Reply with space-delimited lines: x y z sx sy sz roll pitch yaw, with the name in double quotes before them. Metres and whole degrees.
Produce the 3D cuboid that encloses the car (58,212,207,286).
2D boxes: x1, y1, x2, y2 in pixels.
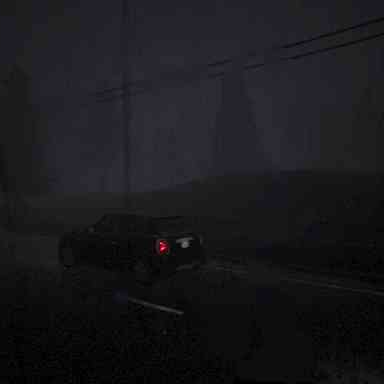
"car" -1.891 1.361 9.689 4.553 1.767 2.097 0 0 36
